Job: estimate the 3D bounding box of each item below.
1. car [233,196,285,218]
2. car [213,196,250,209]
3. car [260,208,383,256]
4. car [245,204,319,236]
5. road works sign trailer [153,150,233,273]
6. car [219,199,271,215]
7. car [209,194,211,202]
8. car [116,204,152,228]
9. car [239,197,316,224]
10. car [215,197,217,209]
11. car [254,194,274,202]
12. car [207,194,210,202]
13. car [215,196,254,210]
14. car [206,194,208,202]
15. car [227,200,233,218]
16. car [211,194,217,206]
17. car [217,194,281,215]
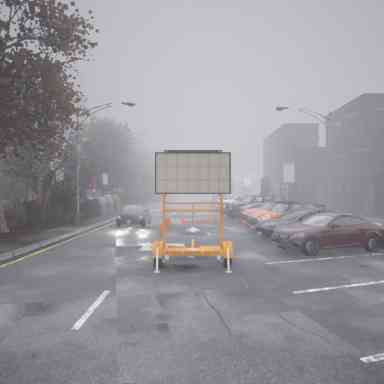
[{"bbox_3d":[5.409,1.370,21.938,4.553,1.767,2.185,1,0,-20],"label":"car"},{"bbox_3d":[5.484,1.425,45.944,4.553,1.767,2.185,1,0,-20],"label":"car"},{"bbox_3d":[5.336,1.528,12.925,4.674,1.452,2.002,1,0,-20],"label":"car"},{"bbox_3d":[5.319,1.518,15.917,4.792,1.488,2.163,1,0,-20],"label":"car"},{"bbox_3d":[0.028,0.465,10.667,2.380,3.560,2.880,0,0,0],"label":"road works sign trailer"},{"bbox_3d":[5.417,1.545,33.927,4.792,1.488,2.163,1,0,-20],"label":"car"},{"bbox_3d":[5.579,1.448,51.961,4.553,1.767,2.185,1,0,-20],"label":"car"},{"bbox_3d":[-3.830,1.535,22.471,1.812,1.442,4.674,0,0,0],"label":"car"},{"bbox_3d":[5.393,1.366,18.936,4.553,1.767,2.185,1,0,-20],"label":"car"},{"bbox_3d":[5.253,1.504,30.870,5.366,1.575,1.946,1,0,-20],"label":"car"},{"bbox_3d":[18.633,1.465,85.954,2.435,2.045,5.566,0,0,-21],"label":"car"},{"bbox_3d":[5.550,1.584,54.964,5.008,1.535,2.097,1,-1,-20],"label":"car"},{"bbox_3d":[5.467,1.415,42.943,4.553,1.767,2.185,1,0,-20],"label":"car"},{"bbox_3d":[5.618,1.392,70.002,5.566,2.045,2.435,1,0,-20],"label":"car"},{"bbox_3d":[5.389,1.539,24.934,4.674,1.452,2.002,1,0,-20],"label":"car"},{"bbox_3d":[5.440,1.272,36.929,5.566,2.045,2.435,1,0,-20],"label":"car"},{"bbox_3d":[5.399,1.252,27.913,5.566,2.045,2.435,1,0,-20],"label":"car"}]
